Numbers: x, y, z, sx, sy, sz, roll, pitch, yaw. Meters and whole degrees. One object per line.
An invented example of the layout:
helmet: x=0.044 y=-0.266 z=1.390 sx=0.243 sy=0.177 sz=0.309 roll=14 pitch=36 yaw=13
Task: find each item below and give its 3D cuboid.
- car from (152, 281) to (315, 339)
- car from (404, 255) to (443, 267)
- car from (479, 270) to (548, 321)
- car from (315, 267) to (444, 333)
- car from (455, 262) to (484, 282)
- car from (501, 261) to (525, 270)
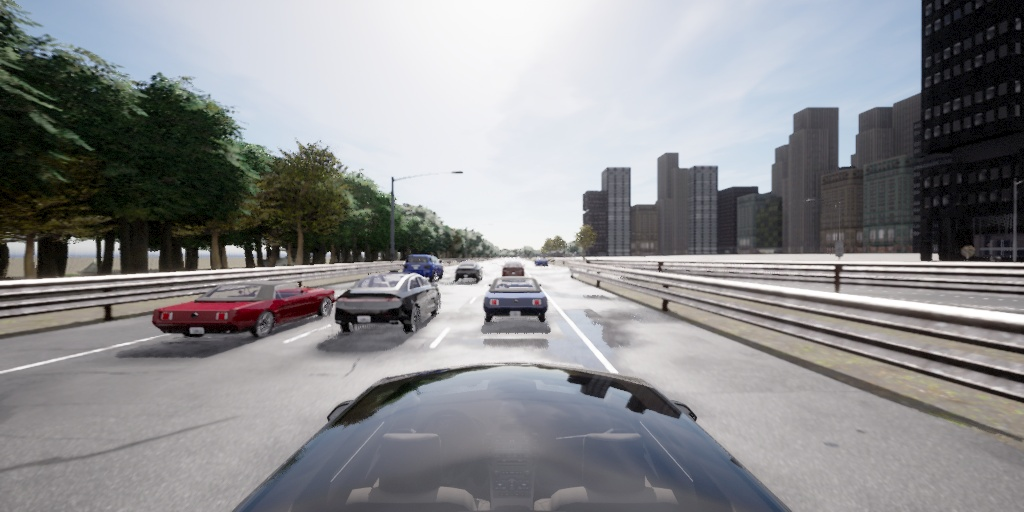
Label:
car: x=-6.900 y=1.347 z=10.082 sx=1.895 sy=1.301 sz=4.718 roll=0 pitch=0 yaw=0
car: x=-6.894 y=0.940 z=28.354 sx=2.150 sy=2.045 sz=5.566 roll=0 pitch=0 yaw=0
car: x=0.104 y=1.344 z=12.399 sx=1.895 sy=1.301 sz=4.718 roll=0 pitch=0 yaw=0
car: x=-3.398 y=1.236 z=10.666 sx=2.128 sy=1.511 sz=4.902 roll=0 pitch=0 yaw=0
car: x=-3.395 y=1.223 z=28.815 sx=1.837 sy=1.490 sz=4.892 roll=0 pitch=0 yaw=0
car: x=0.105 y=1.192 z=30.368 sx=1.882 sy=1.535 sz=5.008 roll=0 pitch=0 yaw=0
